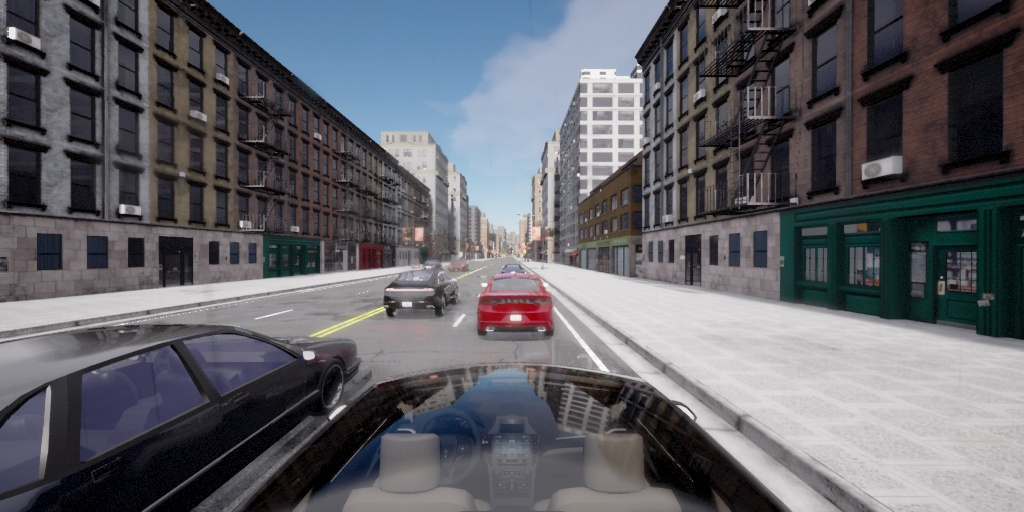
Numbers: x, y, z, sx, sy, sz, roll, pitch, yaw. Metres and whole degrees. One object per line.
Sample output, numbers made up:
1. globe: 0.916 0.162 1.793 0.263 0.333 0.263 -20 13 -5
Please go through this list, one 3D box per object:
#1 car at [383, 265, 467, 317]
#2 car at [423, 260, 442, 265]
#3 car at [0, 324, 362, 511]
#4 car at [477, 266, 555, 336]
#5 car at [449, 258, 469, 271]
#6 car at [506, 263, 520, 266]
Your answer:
1. car: -3.160 1.241 13.216 2.128 1.511 4.902 0 0 0
2. car: -9.869 1.252 44.473 2.128 1.511 4.902 0 0 0
3. car: -3.145 1.297 2.893 2.033 1.411 5.357 0 0 0
4. car: 0.093 1.227 10.475 1.882 1.535 5.008 0 0 0
5. car: -6.618 1.112 44.691 2.097 1.767 4.553 0 0 0
6. car: 0.082 1.319 30.814 1.994 1.385 4.181 0 0 0
